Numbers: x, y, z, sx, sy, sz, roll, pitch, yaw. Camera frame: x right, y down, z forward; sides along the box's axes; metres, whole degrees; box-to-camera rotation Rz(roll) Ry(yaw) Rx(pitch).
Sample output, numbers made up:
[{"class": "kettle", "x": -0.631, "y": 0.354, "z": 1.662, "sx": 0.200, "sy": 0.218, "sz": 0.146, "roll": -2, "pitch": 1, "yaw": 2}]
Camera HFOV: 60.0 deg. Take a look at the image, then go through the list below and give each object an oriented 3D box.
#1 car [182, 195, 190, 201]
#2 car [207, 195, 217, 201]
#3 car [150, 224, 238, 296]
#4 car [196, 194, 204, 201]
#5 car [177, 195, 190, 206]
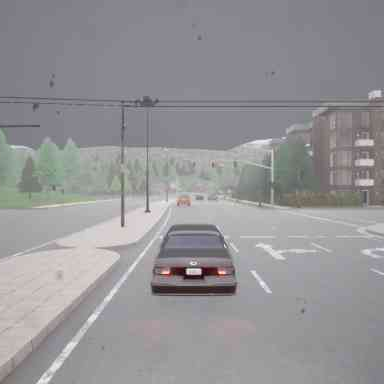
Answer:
[{"class": "car", "x": -1.523, "y": 1.523, "z": 85.357, "sx": 1.812, "sy": 1.442, "sz": 4.674, "roll": 0, "pitch": 0, "yaw": 0}, {"class": "car", "x": 5.477, "y": 1.539, "z": 85.403, "sx": 2.033, "sy": 1.411, "sz": 5.357, "roll": 0, "pitch": 0, "yaw": 0}, {"class": "car", "x": 0.042, "y": 1.547, "z": 8.787, "sx": 2.033, "sy": 1.411, "sz": 5.357, "roll": 0, "pitch": 0, "yaw": 0}, {"class": "car", "x": 1.977, "y": 1.477, "z": 85.396, "sx": 1.882, "sy": 1.535, "sz": 5.008, "roll": 0, "pitch": 0, "yaw": 0}, {"class": "car", "x": -1.359, "y": 1.352, "z": 54.532, "sx": 2.097, "sy": 1.767, "sz": 4.553, "roll": 0, "pitch": 0, "yaw": -1}]
